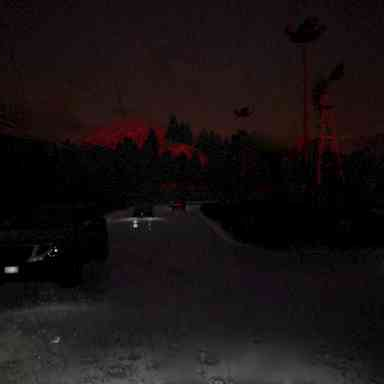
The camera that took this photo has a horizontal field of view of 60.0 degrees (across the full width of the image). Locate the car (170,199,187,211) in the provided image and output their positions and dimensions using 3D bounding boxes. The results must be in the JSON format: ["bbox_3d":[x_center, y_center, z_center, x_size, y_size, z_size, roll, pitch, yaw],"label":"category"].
[{"bbox_3d":[-1.912,1.951,48.585,1.837,1.490,4.892,0,0,-2],"label":"car"}]

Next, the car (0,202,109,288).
[{"bbox_3d":[-3.995,1.343,9.916,2.150,2.045,5.566,0,-1,-2],"label":"car"}]

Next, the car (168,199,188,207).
[{"bbox_3d":[-2.621,2.105,63.190,1.812,1.442,4.674,-1,-1,24],"label":"car"}]

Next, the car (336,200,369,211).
[{"bbox_3d":[20.409,1.727,42.363,3.905,1.438,1.784,0,-1,-3],"label":"car"}]

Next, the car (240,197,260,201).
[{"bbox_3d":[12.530,1.878,70.890,4.553,1.767,2.097,0,-1,-2],"label":"car"}]

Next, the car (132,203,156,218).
[{"bbox_3d":[-4.963,1.874,34.803,1.812,1.442,4.674,0,-1,-2],"label":"car"}]
